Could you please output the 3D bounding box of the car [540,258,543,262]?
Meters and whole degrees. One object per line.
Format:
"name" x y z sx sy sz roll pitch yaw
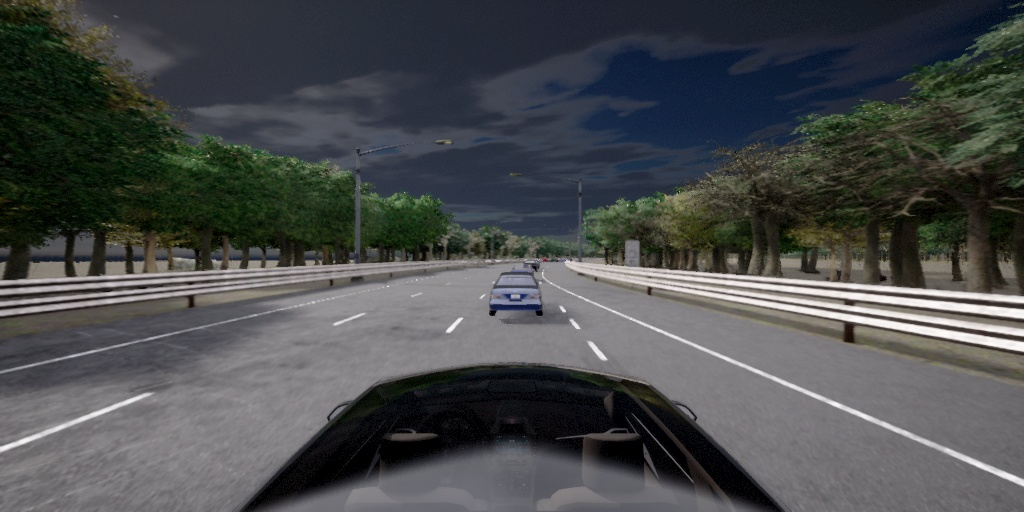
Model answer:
"car" 3.638 1.368 59.140 1.812 1.442 4.674 0 0 7

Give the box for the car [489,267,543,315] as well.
"car" 0.177 1.305 13.615 2.033 1.411 5.357 0 0 2

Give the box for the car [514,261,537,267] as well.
"car" 0.941 1.384 30.613 1.895 1.301 4.718 0 0 4

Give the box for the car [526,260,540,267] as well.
"car" 2.594 1.294 50.103 1.882 1.535 5.008 0 0 6
